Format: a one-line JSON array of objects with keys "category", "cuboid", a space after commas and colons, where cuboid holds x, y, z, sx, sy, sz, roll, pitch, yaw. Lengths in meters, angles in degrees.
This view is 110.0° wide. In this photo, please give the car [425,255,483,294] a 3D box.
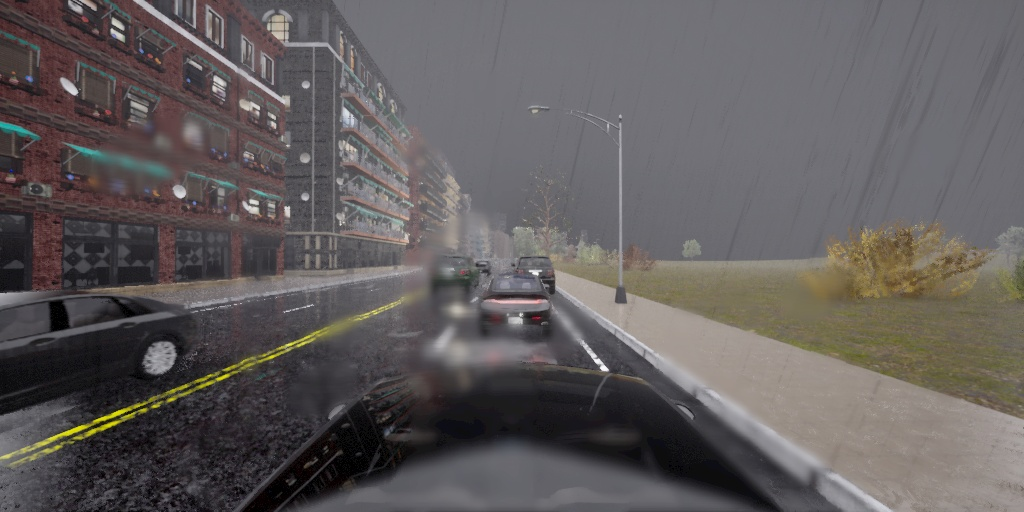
[{"category": "car", "cuboid": [-3.133, 0.969, 20.469, 2.150, 2.045, 5.566, 0, 0, 0]}]

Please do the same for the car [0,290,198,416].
[{"category": "car", "cuboid": [-6.597, 1.255, 4.431, 1.837, 1.490, 4.892, 0, 0, 0]}]

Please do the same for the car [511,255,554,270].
[{"category": "car", "cuboid": [1.154, 0.976, 20.269, 2.150, 2.045, 5.566, 0, 0, 0]}]

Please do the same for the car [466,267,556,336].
[{"category": "car", "cuboid": [0.108, 1.242, 10.401, 2.128, 1.511, 4.902, 0, 0, 0]}]

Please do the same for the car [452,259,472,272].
[{"category": "car", "cuboid": [-6.558, 1.225, 47.533, 1.882, 1.535, 5.008, 0, 0, 0]}]

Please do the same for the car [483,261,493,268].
[{"category": "car", "cuboid": [-3.117, 1.256, 38.353, 1.837, 1.490, 4.892, 0, 1, 0]}]
